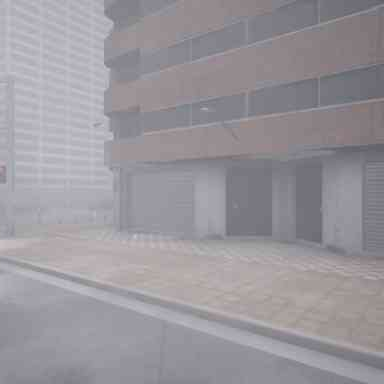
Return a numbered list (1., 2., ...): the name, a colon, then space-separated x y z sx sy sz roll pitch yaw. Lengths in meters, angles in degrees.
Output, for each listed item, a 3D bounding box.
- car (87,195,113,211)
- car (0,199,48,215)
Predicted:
1. car: -10.499 1.505 40.939 1.837 1.490 4.892 0 0 37
2. car: -16.749 1.505 32.686 1.837 1.490 4.892 0 0 37
